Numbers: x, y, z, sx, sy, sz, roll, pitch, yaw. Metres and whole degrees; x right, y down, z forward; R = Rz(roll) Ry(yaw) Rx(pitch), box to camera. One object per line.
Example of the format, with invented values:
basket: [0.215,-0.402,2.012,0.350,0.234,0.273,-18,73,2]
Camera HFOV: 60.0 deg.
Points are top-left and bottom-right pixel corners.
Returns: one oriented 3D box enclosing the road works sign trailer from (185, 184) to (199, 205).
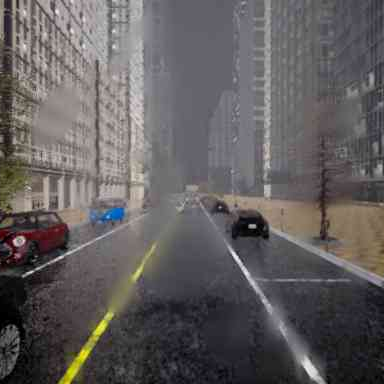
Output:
road works sign trailer: [0.055,0.407,58.280,2.380,3.560,2.880,0,0,0]

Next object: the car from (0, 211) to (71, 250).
car: [-5.690,1.429,11.252,1.967,1.590,4.097,-1,0,0]

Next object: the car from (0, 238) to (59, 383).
car: [-3.098,1.488,2.545,2.128,1.511,4.902,0,0,0]

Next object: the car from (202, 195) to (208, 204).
car: [2.723,1.402,45.091,1.967,1.590,4.097,-1,0,0]

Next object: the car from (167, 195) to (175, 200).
car: [-5.613,1.458,90.230,2.008,1.369,4.403,-1,0,0]

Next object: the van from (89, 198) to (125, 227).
van: [-5.681,1.320,22.534,1.690,1.788,3.998,-1,0,0]

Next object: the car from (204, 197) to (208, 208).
car: [2.719,1.550,39.448,1.802,1.307,4.206,-1,0,0]

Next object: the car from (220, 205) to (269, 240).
car: [2.698,1.555,16.878,1.947,1.339,4.313,-1,0,0]

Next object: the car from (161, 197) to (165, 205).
car: [-5.646,1.512,56.382,1.947,1.339,4.313,-1,0,0]

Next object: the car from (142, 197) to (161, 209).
car: [-5.656,1.539,45.100,1.802,1.307,4.206,-1,0,0]

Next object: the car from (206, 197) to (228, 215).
car: [2.714,1.539,33.806,1.947,1.339,4.313,-1,0,0]

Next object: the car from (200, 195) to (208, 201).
car: [2.757,1.451,79.117,1.752,1.417,4.829,-1,0,0]

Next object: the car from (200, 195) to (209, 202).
car: [2.751,1.477,73.305,1.887,1.381,4.507,-1,0,0]

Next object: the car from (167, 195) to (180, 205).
car: [-3.002,1.549,55.493,1.895,1.301,4.718,0,0,1]
